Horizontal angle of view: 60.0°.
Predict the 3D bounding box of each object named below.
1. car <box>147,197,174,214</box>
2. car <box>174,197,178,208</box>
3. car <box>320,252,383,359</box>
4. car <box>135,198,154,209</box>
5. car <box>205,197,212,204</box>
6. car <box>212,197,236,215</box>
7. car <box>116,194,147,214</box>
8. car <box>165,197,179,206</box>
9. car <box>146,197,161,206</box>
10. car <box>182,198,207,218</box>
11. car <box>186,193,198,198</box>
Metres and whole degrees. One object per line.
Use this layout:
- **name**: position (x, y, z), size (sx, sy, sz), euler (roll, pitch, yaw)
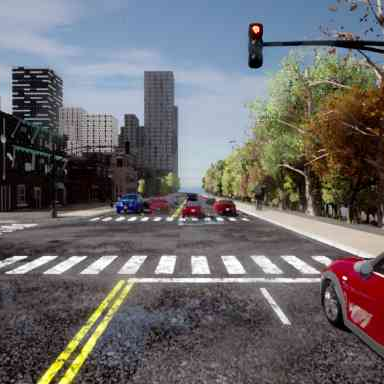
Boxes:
- **car**: position (-3.324, 1.466, 35.545), size (1.882, 1.535, 5.008), euler (0, 0, 0)
- **car**: position (-3.314, 1.531, 46.039), size (2.033, 1.411, 5.357), euler (0, 0, 0)
- **car**: position (3.350, 1.351, 4.175), size (2.097, 1.767, 4.553), euler (0, 0, 0)
- **car**: position (-6.565, 1.585, 46.051), size (1.895, 1.301, 4.718), euler (0, 0, 0)
- **car**: position (3.371, 1.542, 59.189), size (1.994, 1.385, 4.181), euler (0, 0, 0)
- **car**: position (3.363, 1.467, 34.005), size (1.882, 1.535, 5.008), euler (0, 0, 0)
- **car**: position (-6.571, 1.210, 35.797), size (2.150, 2.045, 5.566), euler (0, 0, 0)
- **car**: position (-3.300, 1.527, 56.692), size (2.033, 1.411, 5.357), euler (0, 0, 0)
- **car**: position (-6.558, 1.543, 56.550), size (1.994, 1.385, 4.181), euler (0, 0, 0)
- **car**: position (0.111, 1.555, 30.553), size (1.994, 1.385, 4.181), euler (0, 0, 0)
- **car**: position (0.020, 1.197, 65.061), size (2.150, 2.045, 5.566), euler (0, 0, 0)
